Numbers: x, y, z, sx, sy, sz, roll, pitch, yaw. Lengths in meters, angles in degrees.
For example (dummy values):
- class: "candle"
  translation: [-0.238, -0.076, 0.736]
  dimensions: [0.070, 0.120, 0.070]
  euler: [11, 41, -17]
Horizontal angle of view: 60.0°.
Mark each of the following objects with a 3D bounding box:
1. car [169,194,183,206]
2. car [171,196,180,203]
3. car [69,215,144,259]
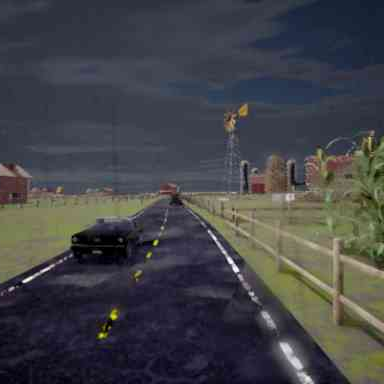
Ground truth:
- class: "car"
  translation: [-2.784, 1.280, 57.866]
  dimensions: [2.150, 2.045, 5.566]
  euler: [0, 0, -4]
- class: "car"
  translation: [-3.478, 1.476, 68.294]
  dimensions: [1.812, 1.442, 4.674]
  euler: [0, 0, -4]
- class: "car"
  translation: [-3.019, 1.591, 12.668]
  dimensions: [1.895, 1.301, 4.718]
  euler: [1, 0, -1]
